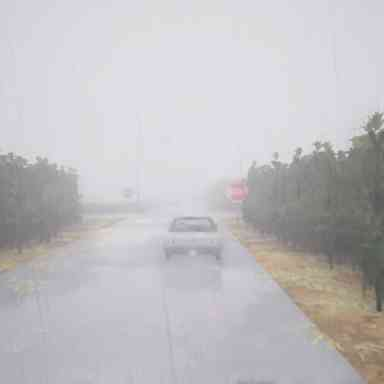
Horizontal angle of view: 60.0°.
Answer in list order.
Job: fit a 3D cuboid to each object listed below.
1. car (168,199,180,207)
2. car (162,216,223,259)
[{"bbox_3d":[-3.122,1.838,57.891,2.033,1.411,5.357,0,0,1],"label":"car"},{"bbox_3d":[0.046,1.541,12.339,1.895,1.301,4.718,0,0,1],"label":"car"}]
